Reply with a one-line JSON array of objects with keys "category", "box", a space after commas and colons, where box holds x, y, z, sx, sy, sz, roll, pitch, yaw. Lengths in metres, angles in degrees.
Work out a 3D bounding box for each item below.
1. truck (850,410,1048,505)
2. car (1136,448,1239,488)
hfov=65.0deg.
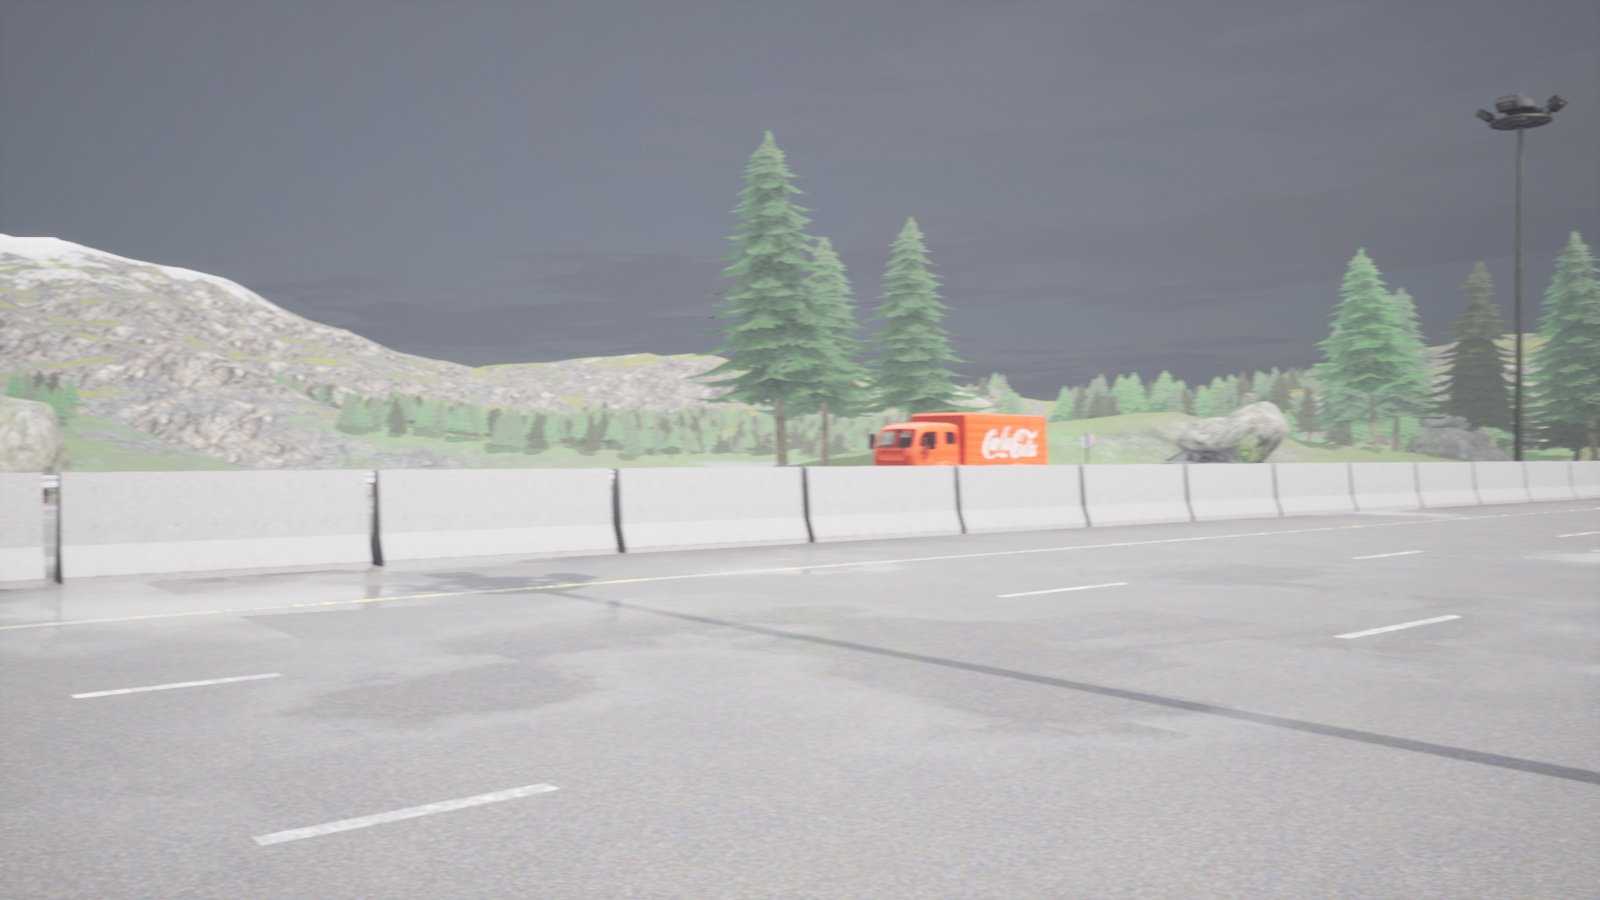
[{"category": "truck", "box": [4.203, 0.189, 35.043, 5.204, 2.467, 2.627, 0, 0, -40]}, {"category": "car", "box": [15.030, 0.670, 48.656, 4.193, 1.474, 1.816, 0, 0, -39]}]
